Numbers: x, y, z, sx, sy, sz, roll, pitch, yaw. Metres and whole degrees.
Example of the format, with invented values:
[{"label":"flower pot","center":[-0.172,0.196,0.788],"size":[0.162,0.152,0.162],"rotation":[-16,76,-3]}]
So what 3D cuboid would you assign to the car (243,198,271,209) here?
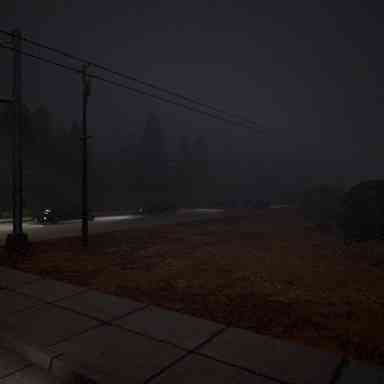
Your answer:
[{"label":"car","center":[8.468,1.469,42.997],"size":[1.895,1.301,4.718],"rotation":[0,0,37]}]

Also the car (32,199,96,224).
[{"label":"car","center":[-9.522,1.359,24.942],"size":[2.097,1.767,4.553],"rotation":[0,0,37]}]

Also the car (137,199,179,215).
[{"label":"car","center":[-3.363,1.445,33.247],"size":[2.128,1.511,4.902],"rotation":[0,0,37]}]

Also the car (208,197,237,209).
[{"label":"car","center":[3.993,1.367,43.134],"size":[1.882,1.535,5.008],"rotation":[0,0,37]}]
